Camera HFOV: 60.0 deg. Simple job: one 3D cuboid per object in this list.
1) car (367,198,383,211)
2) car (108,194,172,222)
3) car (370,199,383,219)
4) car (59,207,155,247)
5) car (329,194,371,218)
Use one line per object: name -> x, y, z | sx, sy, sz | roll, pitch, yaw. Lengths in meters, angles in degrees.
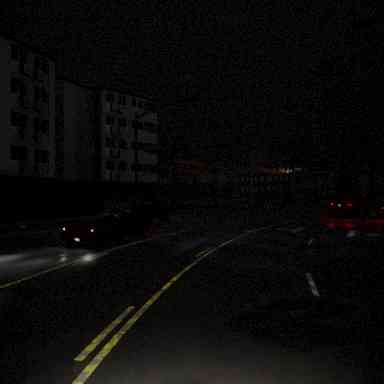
car -> 23.281, 1.546, 41.601 | 1.994, 1.385, 4.181 | 0, 0, 22
car -> -3.736, 1.221, 24.108 | 2.150, 2.045, 5.566 | 0, 0, 29
car -> 17.200, 1.491, 28.157 | 2.128, 1.511, 4.902 | 0, 0, 44
car -> -3.815, 1.601, 15.439 | 1.895, 1.301, 4.718 | 0, 0, 22
car -> 14.490, 1.221, 30.379 | 2.150, 2.045, 5.566 | 0, 0, 44
